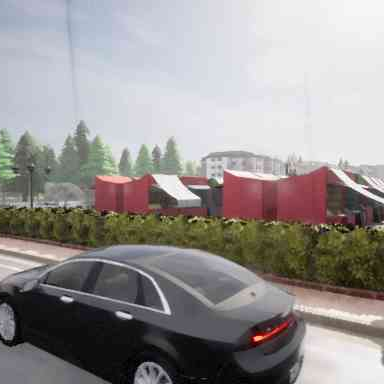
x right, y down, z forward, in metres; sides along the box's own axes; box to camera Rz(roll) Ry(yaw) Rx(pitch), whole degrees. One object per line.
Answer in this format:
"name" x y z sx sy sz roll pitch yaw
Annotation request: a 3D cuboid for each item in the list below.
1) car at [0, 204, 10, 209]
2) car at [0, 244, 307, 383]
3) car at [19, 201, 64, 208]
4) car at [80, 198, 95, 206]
"car" -20.862 1.603 32.821 2.033 1.411 5.357 0 0 39
"car" -0.958 1.505 4.684 4.892 1.490 1.837 0 0 36
"car" -15.517 1.655 34.248 1.895 1.301 4.718 0 0 36
"car" -12.572 1.545 44.240 2.128 1.511 4.902 0 0 36
